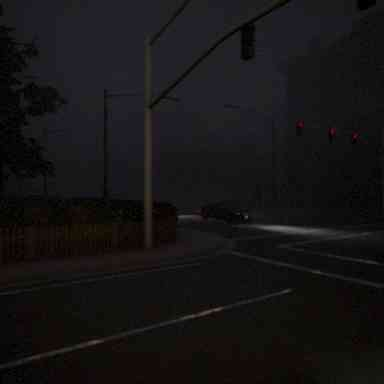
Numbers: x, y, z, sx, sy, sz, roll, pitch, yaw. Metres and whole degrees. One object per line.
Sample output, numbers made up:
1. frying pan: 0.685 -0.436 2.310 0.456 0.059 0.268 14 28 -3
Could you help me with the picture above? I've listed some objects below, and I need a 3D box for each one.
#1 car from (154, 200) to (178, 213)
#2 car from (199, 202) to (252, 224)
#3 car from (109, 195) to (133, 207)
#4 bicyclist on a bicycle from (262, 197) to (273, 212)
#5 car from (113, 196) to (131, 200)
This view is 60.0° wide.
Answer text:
1. car: -3.231 1.554 33.970 1.812 1.442 4.674 0 0 -35
2. car: 2.493 1.519 25.677 2.128 1.511 4.902 0 0 -35
3. car: -11.167 1.387 51.918 2.097 1.767 4.553 0 0 -35
4. bicyclist on a bicycle: 8.319 1.349 36.562 1.656 1.620 0.582 0 0 -35
5. car: -9.067 1.576 42.423 2.033 1.411 5.357 0 0 -34
